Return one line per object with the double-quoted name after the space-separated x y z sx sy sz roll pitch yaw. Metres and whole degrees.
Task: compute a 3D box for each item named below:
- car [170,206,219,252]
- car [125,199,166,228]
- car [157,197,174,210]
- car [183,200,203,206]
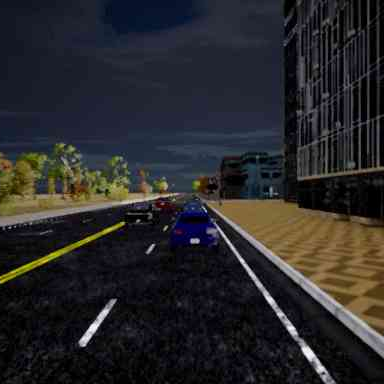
0.100 1.514 13.739 1.812 1.442 4.674 0 0 0 "car"
-3.147 1.474 21.880 2.128 1.511 4.902 0 0 0 "car"
-3.151 1.320 37.751 2.097 1.767 4.553 0 0 0 "car"
0.101 1.520 32.458 2.033 1.411 5.357 0 0 0 "car"
